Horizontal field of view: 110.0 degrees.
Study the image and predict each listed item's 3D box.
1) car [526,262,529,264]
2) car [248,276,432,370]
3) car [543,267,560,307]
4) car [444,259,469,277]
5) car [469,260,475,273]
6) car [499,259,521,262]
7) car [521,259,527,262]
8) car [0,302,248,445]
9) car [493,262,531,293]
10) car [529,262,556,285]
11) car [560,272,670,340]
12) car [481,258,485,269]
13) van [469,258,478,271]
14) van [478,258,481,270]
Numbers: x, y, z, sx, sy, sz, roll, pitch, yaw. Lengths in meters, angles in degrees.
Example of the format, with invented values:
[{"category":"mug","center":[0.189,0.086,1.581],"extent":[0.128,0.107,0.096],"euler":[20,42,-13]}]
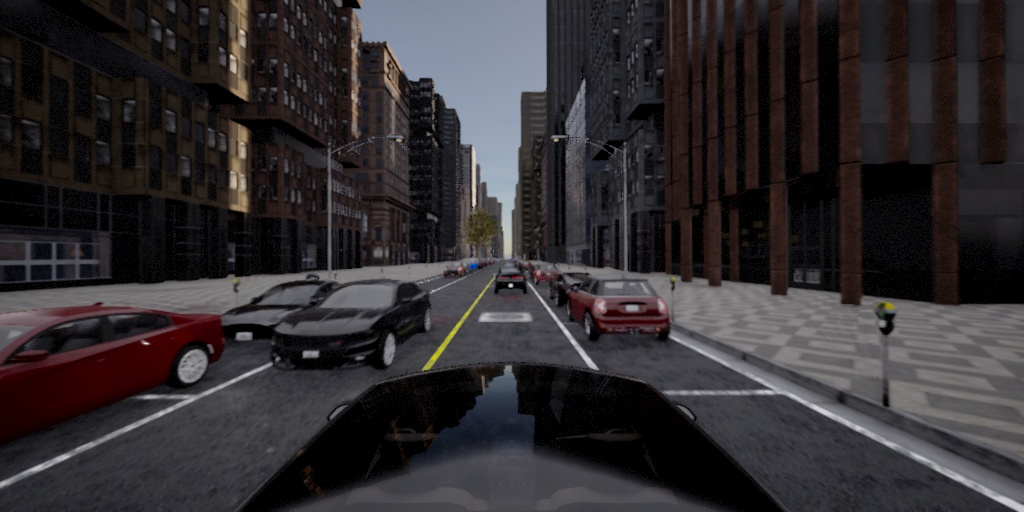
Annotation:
[{"category":"car","center":[2.518,1.429,32.737],"extent":[1.948,1.339,4.313],"euler":[0,0,0]},{"category":"car","center":[-3.145,1.266,8.072],"extent":[1.882,1.535,5.008],"euler":[0,0,0]},{"category":"car","center":[2.656,1.360,15.705],"extent":[1.948,1.339,4.313],"euler":[0,0,0]},{"category":"car","center":[-6.053,1.362,38.339],"extent":[1.967,1.591,4.097],"euler":[0,0,0]},{"category":"car","center":[-6.099,1.497,44.016],"extent":[2.007,1.370,4.403],"euler":[0,0,0]},{"category":"car","center":[-0.215,1.408,39.541],"extent":[1.837,1.490,4.892],"euler":[0,0,0]},{"category":"car","center":[2.333,1.539,55.447],"extent":[1.802,1.307,4.207],"euler":[0,0,0]},{"category":"car","center":[-5.776,1.330,4.276],"extent":[1.888,1.381,4.507],"euler":[0,0,0]},{"category":"car","center":[-0.076,1.335,21.590],"extent":[1.837,1.490,4.892],"euler":[0,0,0]},{"category":"car","center":[2.564,1.280,27.059],"extent":[1.967,1.591,4.097],"euler":[0,0,0]},{"category":"car","center":[2.702,1.211,10.027],"extent":[1.967,1.591,4.097],"euler":[0,0,0]},{"category":"car","center":[-6.237,1.332,61.048],"extent":[2.192,1.841,5.009],"euler":[0,0,0]},{"category":"van","center":[-6.145,1.311,49.694],"extent":[1.690,1.789,3.998],"euler":[0,0,0]},{"category":"van","center":[-6.191,1.334,55.371],"extent":[1.690,1.789,3.998],"euler":[0,0,0]}]
